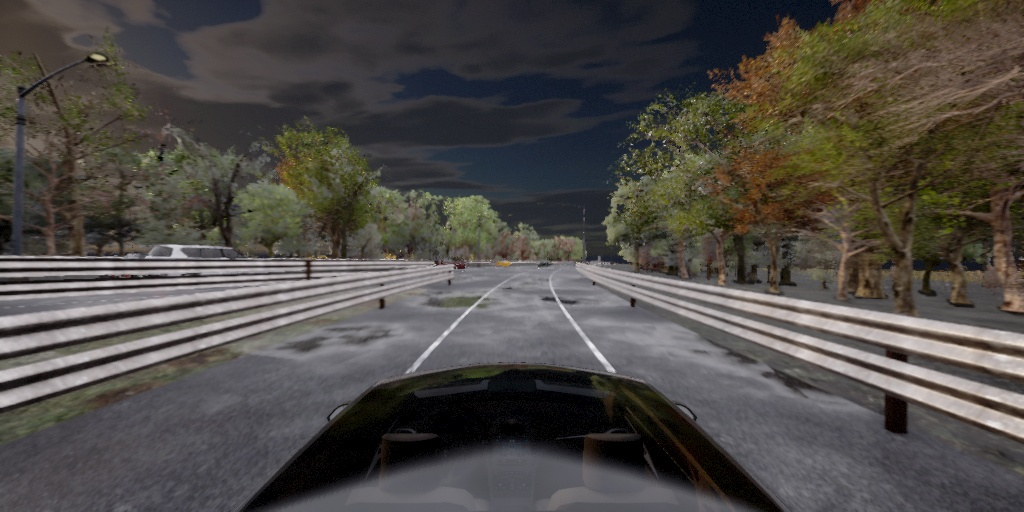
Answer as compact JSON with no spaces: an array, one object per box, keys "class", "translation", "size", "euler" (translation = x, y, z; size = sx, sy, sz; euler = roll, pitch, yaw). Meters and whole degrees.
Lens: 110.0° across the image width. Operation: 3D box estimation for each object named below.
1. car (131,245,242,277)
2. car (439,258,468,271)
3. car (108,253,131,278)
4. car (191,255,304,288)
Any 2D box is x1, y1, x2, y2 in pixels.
[{"class":"car","translation":[-16.194,0.477,19.458],"size":[2.150,2.045,5.566],"euler":[0,-1,19]},{"class":"car","translation":[-7.365,1.018,45.597],"size":[2.097,1.767,4.553],"euler":[0,-1,19]},{"class":"car","translation":[-19.529,0.583,20.529],"size":[2.097,1.767,4.553],"euler":[0,-1,19]},{"class":"car","translation":[-12.911,0.810,18.260],"size":[1.812,1.442,4.674],"euler":[0,-1,19]}]
